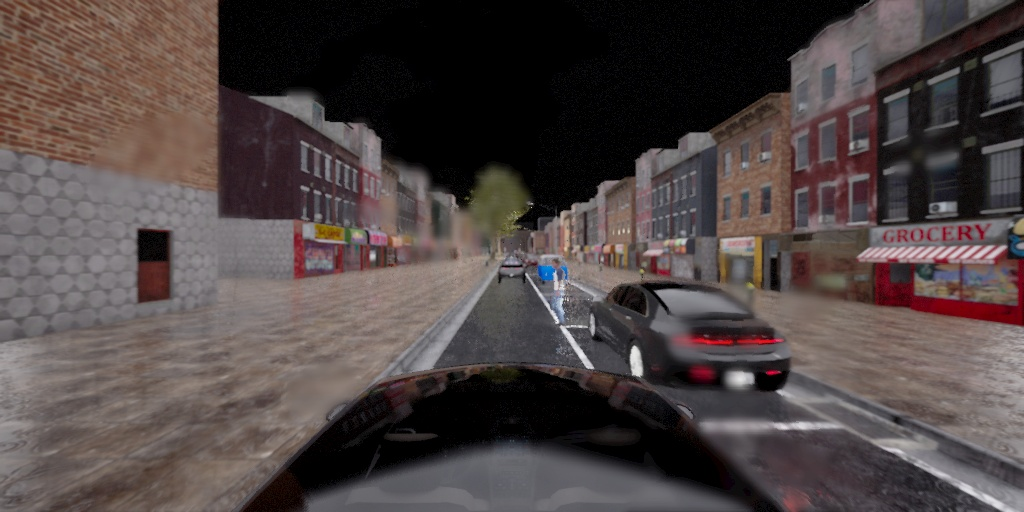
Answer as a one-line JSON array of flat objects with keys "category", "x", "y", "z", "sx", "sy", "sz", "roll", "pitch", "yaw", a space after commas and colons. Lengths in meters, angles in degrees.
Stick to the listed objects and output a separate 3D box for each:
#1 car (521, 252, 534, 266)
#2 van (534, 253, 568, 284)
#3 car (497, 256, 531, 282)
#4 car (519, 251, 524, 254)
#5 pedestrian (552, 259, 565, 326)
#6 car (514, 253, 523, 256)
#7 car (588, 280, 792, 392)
[{"category": "car", "x": 2.497, "y": 0.612, "z": 45.452, "sx": 1.967, "sy": 1.591, "sz": 4.097, "roll": 0, "pitch": 0, "yaw": 0}, {"category": "van", "x": 2.569, "y": 0.832, "z": 23.286, "sx": 1.690, "sy": 1.789, "sz": 3.998, "roll": 0, "pitch": 0, "yaw": 0}, {"category": "car", "x": -0.006, "y": 0.963, "z": 24.936, "sx": 2.128, "sy": 1.511, "sz": 4.902, "roll": 0, "pitch": 1, "yaw": 0}, {"category": "car", "x": 2.480, "y": 0.400, "z": 50.993, "sx": 2.192, "sy": 1.841, "sz": 5.009, "roll": 0, "pitch": 0, "yaw": 0}, {"category": "pedestrian", "x": 1.253, "y": 0.955, "z": 9.662, "sx": 0.375, "sy": 1.860, "sz": 0.375, "roll": 0, "pitch": 0, "yaw": 0}, {"category": "car", "x": -0.048, "y": 0.740, "z": 44.214, "sx": 2.033, "sy": 1.411, "sz": 5.357, "roll": 0, "pitch": 1, "yaw": 0}, {"category": "car", "x": 2.734, "y": 1.199, "z": 6.717, "sx": 1.837, "sy": 1.490, "sz": 4.892, "roll": 0, "pitch": 1, "yaw": 0}]
